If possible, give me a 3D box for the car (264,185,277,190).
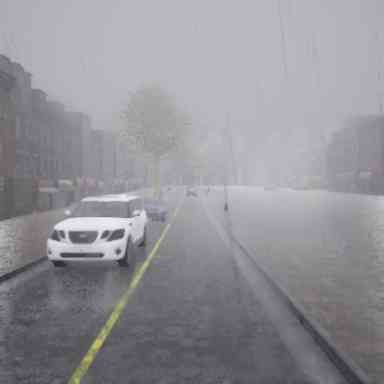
[{"bbox_3d":[18.702,-1.094,78.417,1.802,1.307,4.206,0,1,0],"label":"car"}]

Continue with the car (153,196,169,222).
[{"bbox_3d":[-2.775,1.121,23.543,2.097,1.767,4.553,0,1,0],"label":"car"}]

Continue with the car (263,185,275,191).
[{"bbox_3d":[18.710,-0.984,81.344,1.947,1.339,4.313,0,1,0],"label":"car"}]

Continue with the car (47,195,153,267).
[{"bbox_3d":[-2.854,1.138,11.405,2.150,2.045,5.566,0,0,0],"label":"car"}]

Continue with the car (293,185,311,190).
[{"bbox_3d":[26.471,-1.027,80.153,4.206,1.307,1.802,-1,1,0],"label":"car"}]

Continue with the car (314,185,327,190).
[{"bbox_3d":[31.733,-1.095,80.157,4.313,1.339,1.947,-1,1,0],"label":"car"}]

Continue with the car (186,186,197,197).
[{"bbox_3d":[-0.064,0.066,61.237,1.812,1.442,4.674,0,2,0],"label":"car"}]
